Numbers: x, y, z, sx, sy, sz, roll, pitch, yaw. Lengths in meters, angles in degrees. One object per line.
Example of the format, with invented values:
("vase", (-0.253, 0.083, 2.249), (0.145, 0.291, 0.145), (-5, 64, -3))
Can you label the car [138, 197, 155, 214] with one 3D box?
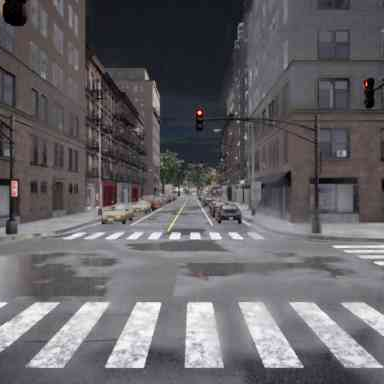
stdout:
("car", (-5.405, 1.527, 35.459), (1.752, 1.417, 4.829), (0, 0, 0))

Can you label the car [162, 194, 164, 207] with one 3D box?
("car", (-5.398, 1.443, 46.593), (1.967, 1.590, 4.097), (0, 0, 0))

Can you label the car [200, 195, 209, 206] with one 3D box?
("car", (2.648, 1.555, 52.073), (2.008, 1.369, 4.403), (0, 0, 0))

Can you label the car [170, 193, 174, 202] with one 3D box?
("car", (-5.385, 1.321, 68.522), (2.192, 1.841, 5.009), (0, 0, 0))

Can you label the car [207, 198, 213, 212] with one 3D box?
("car", (2.643, 1.546, 30.145), (1.887, 1.381, 4.507), (0, 0, 0))

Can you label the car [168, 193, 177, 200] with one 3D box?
("car", (-5.373, 1.326, 90.450), (2.192, 1.841, 5.009), (0, 0, 0))

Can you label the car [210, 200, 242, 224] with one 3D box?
("car", (2.642, 1.551, 24.664), (2.008, 1.369, 4.403), (0, 0, 0))

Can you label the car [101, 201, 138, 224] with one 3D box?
("car", (-5.411, 1.526, 24.495), (1.752, 1.417, 4.829), (0, 0, 0))

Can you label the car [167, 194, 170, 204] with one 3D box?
("car", (-5.392, 1.555, 57.557), (2.008, 1.369, 4.403), (0, 0, 0))

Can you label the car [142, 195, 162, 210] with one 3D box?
("car", (-5.401, 1.317, 41.111), (2.192, 1.841, 5.009), (0, 0, 0))

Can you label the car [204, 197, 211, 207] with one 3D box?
("car", (2.644, 1.552, 35.627), (2.008, 1.369, 4.403), (0, 0, 0))

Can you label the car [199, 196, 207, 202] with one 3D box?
("car", (2.654, 1.553, 79.483), (1.887, 1.381, 4.507), (0, 0, 0))

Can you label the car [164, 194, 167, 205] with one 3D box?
("car", (-5.395, 1.444, 52.075), (1.967, 1.590, 4.097), (0, 0, 0))

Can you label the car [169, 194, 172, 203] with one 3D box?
("car", (-5.389, 1.571, 63.040), (1.947, 1.339, 4.313), (0, 0, 0))

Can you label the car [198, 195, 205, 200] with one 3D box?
("car", (2.657, 1.593, 90.447), (1.802, 1.307, 4.206), (0, 0, 0))
